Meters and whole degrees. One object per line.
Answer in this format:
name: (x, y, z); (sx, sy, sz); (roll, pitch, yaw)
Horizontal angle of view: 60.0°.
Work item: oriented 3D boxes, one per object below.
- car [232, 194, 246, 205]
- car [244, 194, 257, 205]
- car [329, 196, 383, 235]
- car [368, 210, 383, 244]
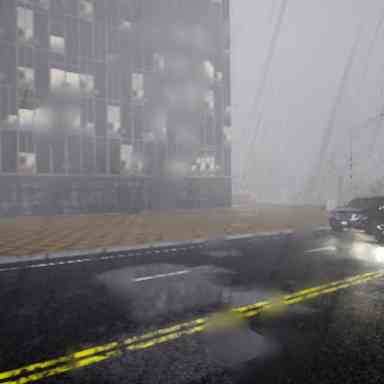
car: (7.510, 1.715, 63.545); (1.837, 1.490, 4.892); (-1, 0, -32)
car: (10.288, 1.390, 65.255); (2.150, 2.045, 5.566); (-1, 0, -32)
car: (10.162, 1.266, 18.902); (5.566, 2.045, 2.150); (0, 0, -35)
car: (9.993, 1.604, 14.795); (4.181, 1.385, 1.994); (0, 0, -35)
